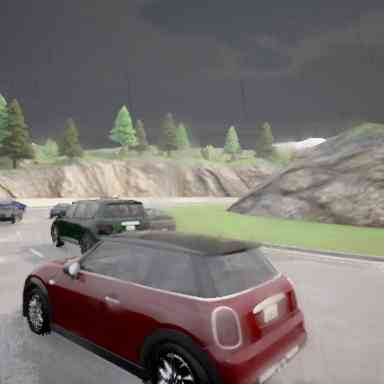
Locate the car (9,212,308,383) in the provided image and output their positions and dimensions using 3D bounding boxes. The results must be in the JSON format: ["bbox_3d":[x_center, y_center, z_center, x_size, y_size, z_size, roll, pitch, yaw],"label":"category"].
[{"bbox_3d":[-0.732,1.382,5.125,4.553,1.767,2.097,0,-1,40],"label":"car"}]

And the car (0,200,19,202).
[{"bbox_3d":[-19.770,1.584,36.280,1.882,1.535,5.008,0,0,-4],"label":"car"}]

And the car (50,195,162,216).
[{"bbox_3d":[-3.716,1.283,13.054,2.150,2.045,5.566,0,0,-39],"label":"car"}]

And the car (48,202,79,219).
[{"bbox_3d":[-11.838,1.686,30.930,1.994,1.385,4.181,0,0,-12],"label":"car"}]

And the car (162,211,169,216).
[{"bbox_3d":[-2.672,1.588,17.604,2.128,1.511,4.902,0,0,-35],"label":"car"}]

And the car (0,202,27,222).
[{"bbox_3d":[-13.950,1.673,24.954,1.895,1.301,4.718,0,0,-19],"label":"car"}]
